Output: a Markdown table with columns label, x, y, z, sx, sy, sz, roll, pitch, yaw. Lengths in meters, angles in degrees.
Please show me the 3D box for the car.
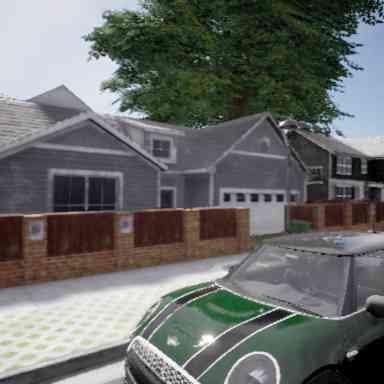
| label | x | y | z | sx | sy | sz | roll | pitch | yaw |
| --- | --- | --- | --- | --- | --- | --- | --- | --- | --- |
| car | 1.507 | 1.352 | 4.089 | 4.553 | 1.767 | 2.097 | 0 | 0 | -35 |
